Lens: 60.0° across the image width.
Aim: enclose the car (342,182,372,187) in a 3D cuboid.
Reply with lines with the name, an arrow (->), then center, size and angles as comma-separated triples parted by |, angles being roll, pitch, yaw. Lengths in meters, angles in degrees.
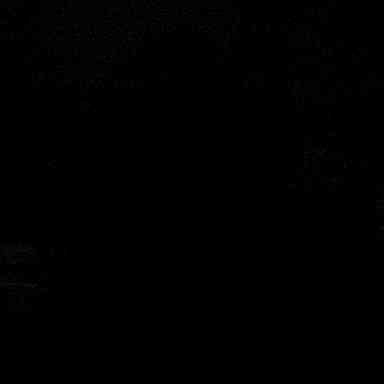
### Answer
car -> 14.255, -0.556, 28.849 | 2.128, 1.511, 4.902 | -1, 3, 11
